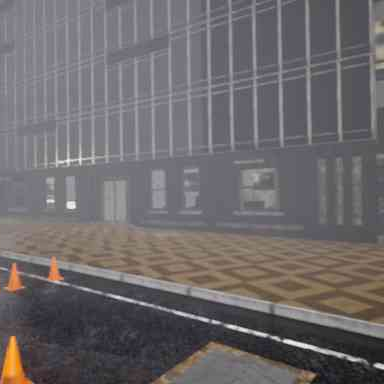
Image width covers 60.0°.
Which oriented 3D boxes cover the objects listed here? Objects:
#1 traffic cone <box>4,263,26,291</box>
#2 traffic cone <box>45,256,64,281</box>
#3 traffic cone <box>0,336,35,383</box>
[{"bbox_3d":[-4.144,1.959,7.786,0.340,0.580,0.340,0,0,36],"label":"traffic cone"},{"bbox_3d":[-3.561,1.961,8.599,0.340,0.580,0.340,0,0,36],"label":"traffic cone"},{"bbox_3d":[-2.060,1.956,3.829,0.340,0.580,0.340,0,0,36],"label":"traffic cone"}]
